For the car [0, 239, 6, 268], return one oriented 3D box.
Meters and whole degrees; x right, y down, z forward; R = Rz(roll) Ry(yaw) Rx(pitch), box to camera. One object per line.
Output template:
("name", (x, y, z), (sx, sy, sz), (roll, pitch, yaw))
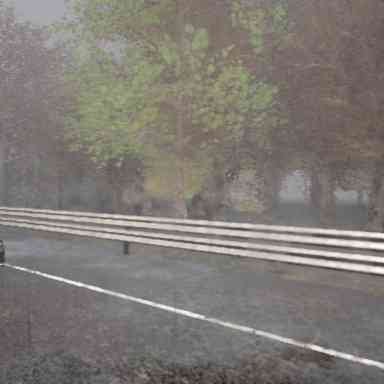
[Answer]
("car", (-6.730, 1.403, 8.611), (4.902, 1.511, 2.128), (1, 0, 35))
